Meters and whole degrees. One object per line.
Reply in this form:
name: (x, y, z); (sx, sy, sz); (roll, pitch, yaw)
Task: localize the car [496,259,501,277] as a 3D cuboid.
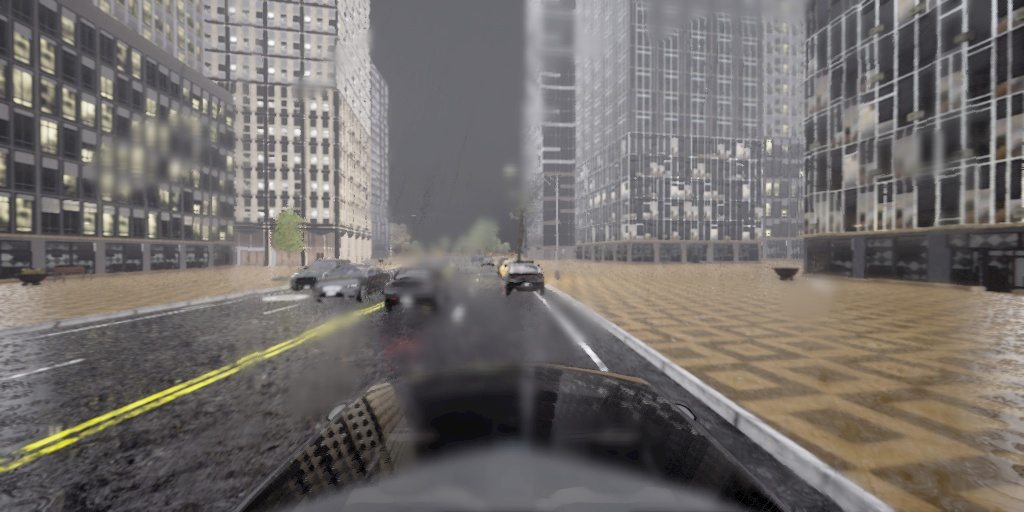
car: (-0.058, 0.989, 28.756); (1.801, 1.575, 5.366); (0, 0, -4)

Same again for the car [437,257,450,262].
car: (-11.131, 0.887, 58.620); (1.994, 1.385, 4.181); (0, 0, -8)

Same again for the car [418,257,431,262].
car: (-14.690, 0.864, 60.464); (2.033, 1.411, 5.357); (0, 0, -9)

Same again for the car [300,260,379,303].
car: (-6.949, 1.137, 16.024); (2.128, 1.511, 4.902); (0, 0, -2)

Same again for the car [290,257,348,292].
car: (-10.400, 0.970, 20.226); (2.097, 1.767, 4.553); (0, 0, -3)

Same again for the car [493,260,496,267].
car: (-0.545, 0.992, 34.641); (1.837, 1.490, 4.892); (0, 0, -5)

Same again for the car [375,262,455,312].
car: (-3.414, 1.163, 13.798); (1.837, 1.490, 4.892); (0, 0, -2)

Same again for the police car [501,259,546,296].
police car: (0.567, 1.038, 18.536); (1.930, 1.638, 5.238); (0, 0, -3)

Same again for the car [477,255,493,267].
car: (-3.685, 0.892, 53.791); (2.033, 1.411, 5.357); (0, 0, -8)
